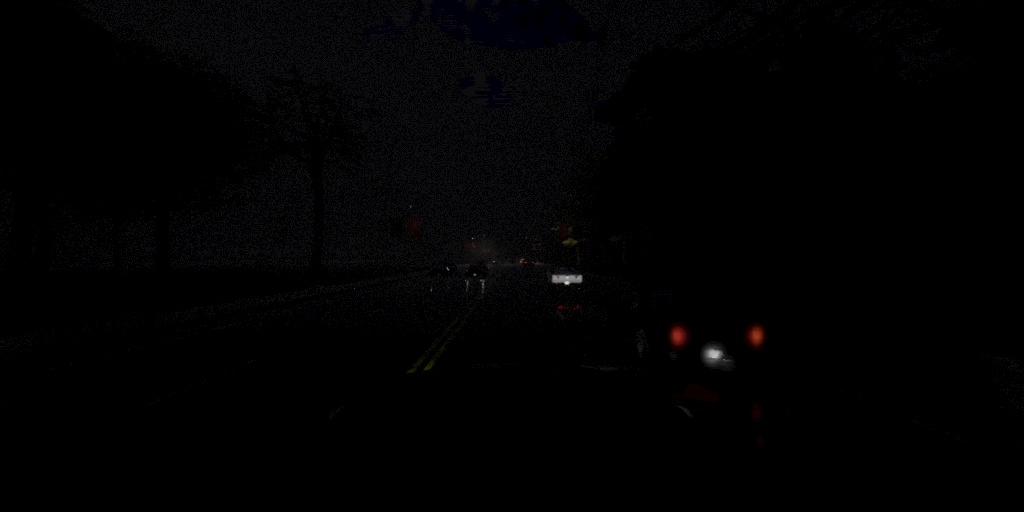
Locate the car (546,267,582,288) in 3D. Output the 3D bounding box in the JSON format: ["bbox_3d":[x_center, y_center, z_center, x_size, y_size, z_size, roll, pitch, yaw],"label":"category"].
[{"bbox_3d":[3.364,1.365,24.081,1.895,1.301,4.718,0,0,0],"label":"car"}]

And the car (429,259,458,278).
[{"bbox_3d":[-6.573,1.134,34.628,2.097,1.767,4.553,0,0,0],"label":"car"}]

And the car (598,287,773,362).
[{"bbox_3d":[3.355,1.349,8.159,1.895,1.301,4.718,0,0,0],"label":"car"}]

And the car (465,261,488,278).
[{"bbox_3d":[-3.326,1.382,34.414,1.895,1.301,4.718,0,0,0],"label":"car"}]
